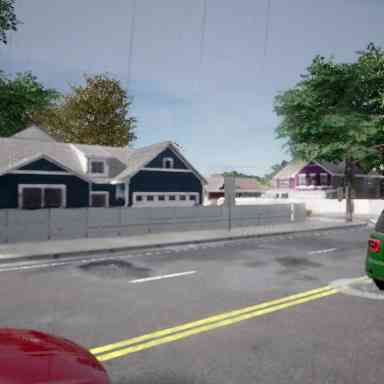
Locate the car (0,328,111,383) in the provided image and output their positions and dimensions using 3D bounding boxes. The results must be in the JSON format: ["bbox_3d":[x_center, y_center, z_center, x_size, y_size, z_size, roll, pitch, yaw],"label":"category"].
[{"bbox_3d":[-2.811,1.459,1.436,5.008,1.535,1.882,1,0,-36],"label":"car"}]

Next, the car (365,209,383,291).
[{"bbox_3d":[6.393,1.317,8.018,5.566,2.045,2.150,1,0,-36],"label":"car"}]

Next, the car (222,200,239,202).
[{"bbox_3d":[5.361,1.796,43.903,2.097,1.767,4.553,0,0,-31],"label":"car"}]

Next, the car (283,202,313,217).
[{"bbox_3d":[10.541,1.853,35.755,1.882,1.535,5.008,0,0,-33],"label":"car"}]
